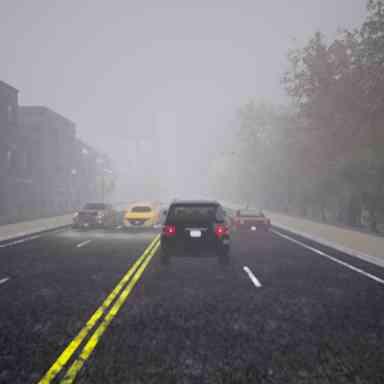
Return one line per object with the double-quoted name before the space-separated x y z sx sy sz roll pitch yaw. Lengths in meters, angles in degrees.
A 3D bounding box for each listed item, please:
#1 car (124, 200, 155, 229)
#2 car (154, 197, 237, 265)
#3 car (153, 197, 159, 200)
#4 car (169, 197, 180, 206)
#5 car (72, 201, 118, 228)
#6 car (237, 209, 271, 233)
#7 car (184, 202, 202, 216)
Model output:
"car" -3.349 1.588 22.716 1.882 1.535 5.008 0 0 0
"car" 0.100 1.280 12.043 2.150 2.045 5.566 0 0 0
"car" -6.511 1.788 65.342 1.882 1.535 5.008 0 0 0
"car" -3.269 1.808 63.984 1.837 1.490 4.892 0 0 1
"car" -6.598 1.463 23.016 2.097 1.767 4.553 0 0 0
"car" 3.349 1.699 20.284 1.895 1.301 4.718 0 0 0
"car" 0.099 1.775 36.195 1.895 1.301 4.718 0 0 0
